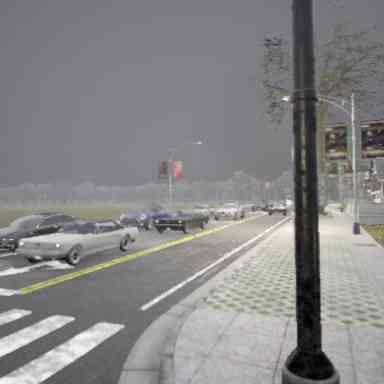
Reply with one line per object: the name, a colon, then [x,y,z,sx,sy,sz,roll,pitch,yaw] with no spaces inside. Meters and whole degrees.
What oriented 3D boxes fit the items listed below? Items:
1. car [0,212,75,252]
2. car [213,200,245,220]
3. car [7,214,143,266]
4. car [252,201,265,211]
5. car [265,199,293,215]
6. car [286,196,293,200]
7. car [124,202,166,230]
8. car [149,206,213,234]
car: [-6.551,1.681,14.455,1.837,1.490,4.892,-1,-1,20]
car: [3.540,1.753,30.761,1.812,1.442,4.674,-1,-1,22]
car: [-3.930,1.700,12.188,1.895,1.301,4.718,-1,-1,21]
car: [9.542,1.954,45.404,1.994,1.385,4.181,-1,-1,22]
car: [9.724,1.815,36.883,1.895,1.301,4.718,-1,-1,22]
car: [15.819,1.587,52.041,2.150,2.045,5.566,-1,-1,22]
car: [-3.109,1.585,22.995,2.097,1.767,4.553,-1,-1,22]
car: [-0.532,1.758,20.693,1.895,1.301,4.718,-1,-1,22]
